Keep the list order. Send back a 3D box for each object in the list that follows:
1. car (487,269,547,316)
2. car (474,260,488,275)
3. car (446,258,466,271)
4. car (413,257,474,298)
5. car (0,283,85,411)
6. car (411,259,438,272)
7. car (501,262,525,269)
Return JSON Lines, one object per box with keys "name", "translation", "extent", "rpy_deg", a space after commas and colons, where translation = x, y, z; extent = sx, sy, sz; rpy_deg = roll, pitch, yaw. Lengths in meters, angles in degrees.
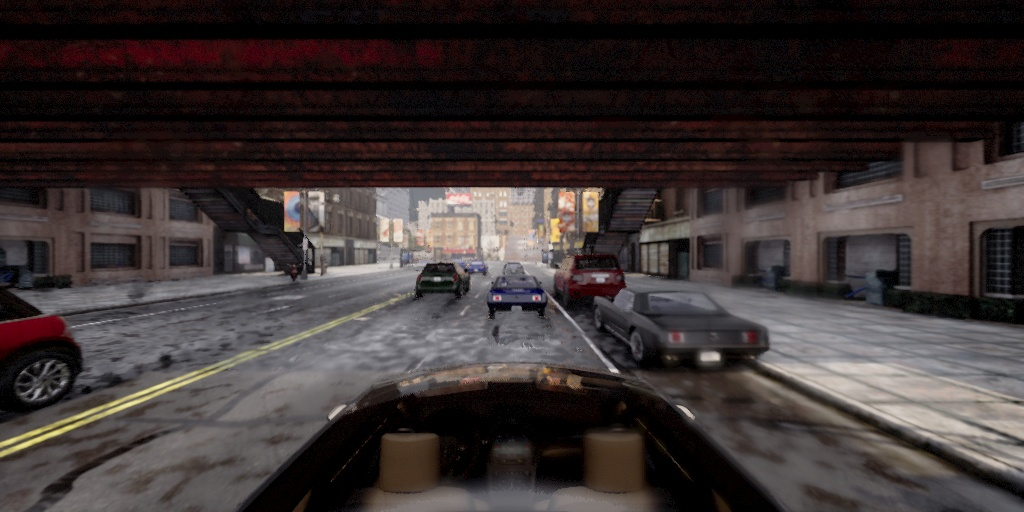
{"name": "car", "translation": [0.152, 1.317, 13.194], "extent": [1.895, 1.301, 4.718], "rpy_deg": [0, 0, 0]}
{"name": "car", "translation": [-3.454, 1.172, 36.526], "extent": [1.812, 1.442, 4.674], "rpy_deg": [0, 0, 0]}
{"name": "car", "translation": [-7.172, 1.094, 46.422], "extent": [1.882, 1.535, 5.008], "rpy_deg": [0, 0, 0]}
{"name": "car", "translation": [-3.362, 1.052, 18.240], "extent": [2.097, 1.767, 4.553], "rpy_deg": [0, 0, 0]}
{"name": "car", "translation": [-7.085, 1.096, 3.028], "extent": [2.097, 1.767, 4.553], "rpy_deg": [0, 0, 0]}
{"name": "car", "translation": [-10.671, 1.168, 44.316], "extent": [2.033, 1.411, 5.357], "rpy_deg": [0, 0, 0]}
{"name": "car", "translation": [0.091, 1.214, 30.054], "extent": [2.033, 1.411, 5.357], "rpy_deg": [0, 0, 0]}
